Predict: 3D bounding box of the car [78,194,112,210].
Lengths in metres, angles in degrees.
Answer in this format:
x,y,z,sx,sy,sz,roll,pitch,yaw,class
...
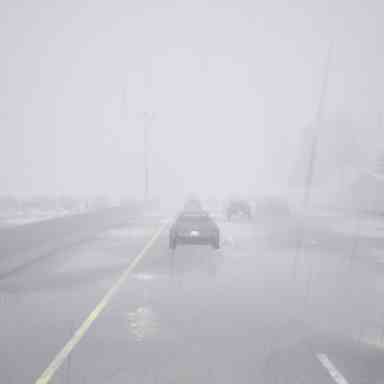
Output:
x,y,z,sx,sy,sz,roll,pitch,yaw,class
-10.596,1.211,37.338,2.128,1.511,4.902,0,1,0,car

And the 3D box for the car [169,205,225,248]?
x,y,z,sx,sy,sz,roll,pitch,yaw,class
0.094,1.457,14.149,1.994,1.385,4.181,0,0,0,car

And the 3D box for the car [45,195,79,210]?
x,y,z,sx,sy,sz,roll,pitch,yaw,class
-14.094,1.213,37.273,2.128,1.511,4.902,0,0,0,car

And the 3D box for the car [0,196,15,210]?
x,y,z,sx,sy,sz,roll,pitch,yaw,class
-21.092,1.214,37.240,2.128,1.511,4.902,0,0,0,car

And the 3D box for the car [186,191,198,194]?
x,y,z,sx,sy,sz,roll,pitch,yaw,class
0.016,0.735,64.952,2.150,2.045,5.566,0,0,1,car

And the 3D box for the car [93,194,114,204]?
x,y,z,sx,sy,sz,roll,pitch,yaw,class
-14.070,1.095,53.113,2.128,1.511,4.902,0,0,0,car

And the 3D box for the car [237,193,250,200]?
x,y,z,sx,sy,sz,roll,pitch,yaw,class
10.471,0.893,67.556,1.994,1.385,4.181,0,0,0,car

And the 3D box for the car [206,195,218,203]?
x,y,z,sx,sy,sz,roll,pitch,yaw,class
3.476,1.169,57.548,1.895,1.301,4.718,0,0,0,car

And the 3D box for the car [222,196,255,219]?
x,y,z,sx,sy,sz,roll,pitch,yaw,class
3.588,1.300,27.050,1.837,1.490,4.892,0,0,0,car

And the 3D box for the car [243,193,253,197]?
x,y,z,sx,sy,sz,roll,pitch,yaw,class
10.476,1.063,57.137,2.128,1.511,4.902,0,0,0,car

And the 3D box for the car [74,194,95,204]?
x,y,z,sx,sy,sz,roll,pitch,yaw,class
-17.551,1.098,54.373,1.837,1.490,4.892,0,1,0,car

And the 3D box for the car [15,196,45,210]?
x,y,z,sx,sy,sz,roll,pitch,yaw,class
-17.589,1.194,37.934,1.882,1.535,5.008,0,0,0,car

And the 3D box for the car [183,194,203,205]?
x,y,z,sx,sy,sz,roll,pitch,yaw,class
0.085,1.239,35.362,1.837,1.490,4.892,0,0,0,car

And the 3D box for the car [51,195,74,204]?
x,y,z,sx,sy,sz,roll,pitch,yaw,class
-21.041,1.197,54.140,1.895,1.301,4.718,0,0,0,car

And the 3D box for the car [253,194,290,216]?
x,y,z,sx,sy,sz,roll,pitch,yaw,class
7.087,1.132,29.389,2.097,1.767,4.553,0,1,0,car

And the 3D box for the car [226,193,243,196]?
x,y,z,sx,sy,sz,roll,pitch,yaw,class
6.976,0.921,57.450,2.097,1.767,4.553,0,0,0,car

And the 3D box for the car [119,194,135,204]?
x,y,z,sx,sy,sz,roll,pitch,yaw,class
-10.554,1.119,54.401,1.812,1.442,4.674,0,0,0,car
